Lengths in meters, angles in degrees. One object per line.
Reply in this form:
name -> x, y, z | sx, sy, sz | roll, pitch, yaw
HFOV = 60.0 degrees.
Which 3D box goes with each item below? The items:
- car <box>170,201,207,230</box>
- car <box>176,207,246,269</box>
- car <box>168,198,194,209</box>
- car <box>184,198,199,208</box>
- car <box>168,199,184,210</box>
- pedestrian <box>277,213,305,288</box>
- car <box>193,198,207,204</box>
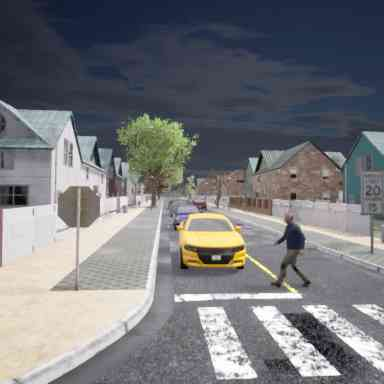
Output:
car -> -0.298, 1.576, 21.600 | 1.812, 1.442, 4.674 | 1, 0, -5
car -> 0.521, 1.503, 11.400 | 1.882, 1.535, 5.008 | 1, 0, -3
car -> -1.156, 1.581, 31.902 | 1.837, 1.490, 4.892 | 1, 0, -5
car -> -0.120, 1.722, 53.373 | 2.033, 1.411, 5.357 | 1, 0, -5
car -> -2.268, 1.681, 45.959 | 1.994, 1.385, 4.181 | 1, 0, -5
pedestrian -> 2.345, 1.332, 7.895 | 0.375, 1.860, 0.375 | 2, -2, -5
car -> 0.802, 1.623, 43.054 | 1.882, 1.535, 5.008 | 1, 0, -4
